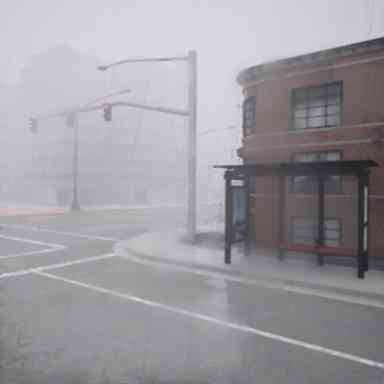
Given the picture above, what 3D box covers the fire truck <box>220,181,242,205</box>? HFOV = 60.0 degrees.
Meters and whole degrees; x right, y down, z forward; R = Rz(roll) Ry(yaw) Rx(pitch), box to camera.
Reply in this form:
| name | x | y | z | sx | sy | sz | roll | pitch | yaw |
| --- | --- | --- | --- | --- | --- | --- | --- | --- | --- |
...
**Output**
| name | x | y | z | sx | sy | sz | roll | pitch | yaw |
| --- | --- | --- | --- | --- | --- | --- | --- | --- | --- |
| fire truck | 7.772 | 0.181 | 47.148 | 2.891 | 3.827 | 8.468 | 1 | 0 | 35 |
